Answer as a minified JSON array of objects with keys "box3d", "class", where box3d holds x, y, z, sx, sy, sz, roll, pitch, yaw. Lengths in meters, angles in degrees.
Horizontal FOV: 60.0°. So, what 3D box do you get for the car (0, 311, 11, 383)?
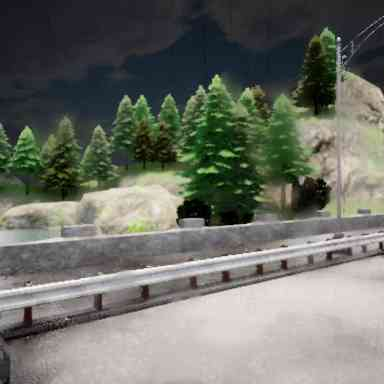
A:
[{"box3d":[-3.771,1.509,1.802,4.892,1.490,1.837,0,0,-35],"class":"car"}]
